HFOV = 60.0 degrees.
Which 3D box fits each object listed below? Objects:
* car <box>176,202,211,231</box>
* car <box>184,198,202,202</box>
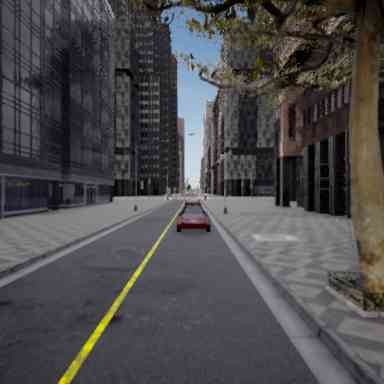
[{"bbox_3d":[0.090,1.544,20.233,1.994,1.385,4.181,0,0,0],"label":"car"},{"bbox_3d":[0.084,1.438,38.167,1.882,1.535,5.008,0,0,0],"label":"car"}]
